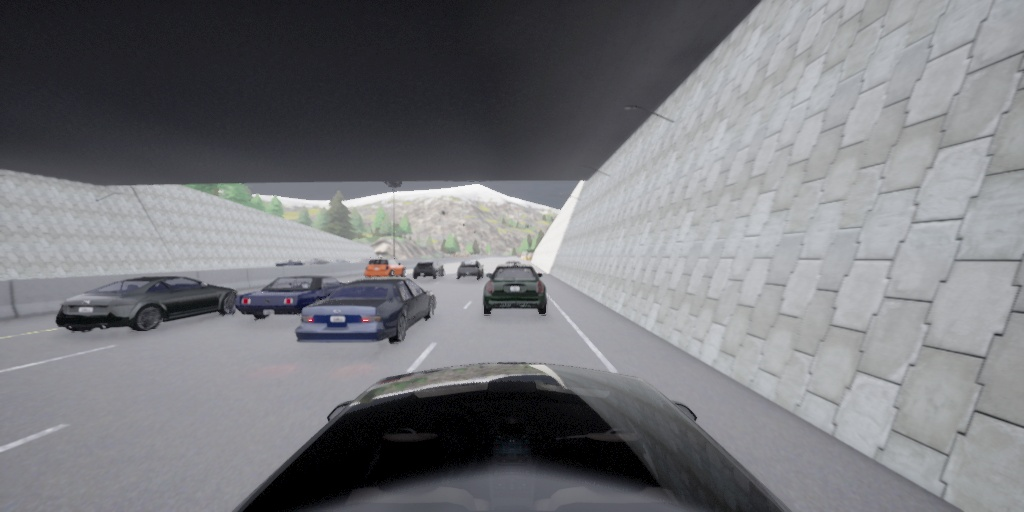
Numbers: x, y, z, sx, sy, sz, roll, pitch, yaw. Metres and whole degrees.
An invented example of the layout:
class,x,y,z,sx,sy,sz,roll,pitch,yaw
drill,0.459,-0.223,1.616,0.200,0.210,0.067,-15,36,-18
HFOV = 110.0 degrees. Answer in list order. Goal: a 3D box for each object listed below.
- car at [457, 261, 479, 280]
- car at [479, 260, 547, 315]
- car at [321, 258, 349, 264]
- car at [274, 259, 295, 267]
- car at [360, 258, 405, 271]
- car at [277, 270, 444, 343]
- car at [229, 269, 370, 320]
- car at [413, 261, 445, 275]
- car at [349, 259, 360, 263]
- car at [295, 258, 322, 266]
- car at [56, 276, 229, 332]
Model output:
class,x,y,z,sx,sy,sz,roll,pitch,yaw
car,-3.394,1.125,29.949,2.128,1.511,4.902,0,0,0
car,0.097,1.053,13.473,2.097,1.767,4.553,0,0,0
car,-24.547,1.112,50.742,1.994,1.385,4.181,0,0,0
car,-31.534,1.147,51.171,1.895,1.301,4.718,0,0,1
car,-10.393,0.987,29.679,2.097,1.767,4.553,0,0,0
car,-3.402,1.266,9.503,2.033,1.411,5.357,0,0,0
car,-6.902,1.307,12.409,1.895,1.301,4.718,0,0,0
car,-6.892,1.138,30.017,1.837,1.490,4.892,0,0,0
car,-21.047,1.022,51.609,1.882,1.535,5.008,0,0,0
car,-28.042,1.038,51.185,2.128,1.511,4.902,0,0,0
car,-10.403,1.277,10.760,1.994,1.385,4.181,0,0,0
